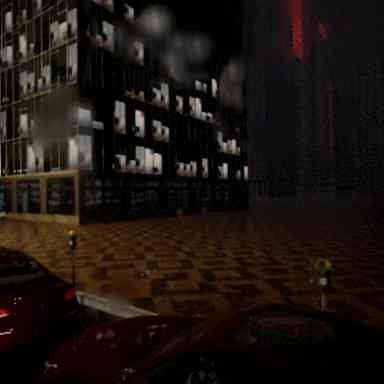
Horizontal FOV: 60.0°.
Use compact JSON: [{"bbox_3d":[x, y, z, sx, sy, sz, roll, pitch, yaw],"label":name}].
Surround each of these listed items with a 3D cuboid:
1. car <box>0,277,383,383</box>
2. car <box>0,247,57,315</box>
[{"bbox_3d":[0.518,1.579,2.522,4.206,1.307,1.802,0,-1,36],"label":"car"},{"bbox_3d":[-3.576,1.564,5.441,4.206,1.307,1.802,0,-1,36],"label":"car"}]
